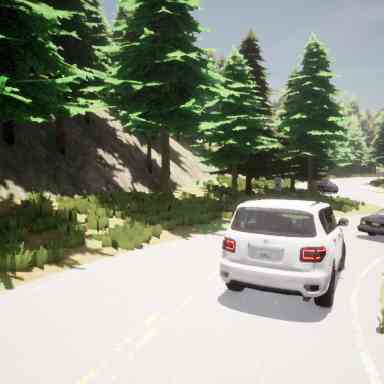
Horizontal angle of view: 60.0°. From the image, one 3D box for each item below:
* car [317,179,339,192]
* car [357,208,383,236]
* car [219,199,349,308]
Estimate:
[{"bbox_3d":[16.031,-0.677,40.317,1.882,1.535,5.008,0,5,2],"label":"car"},{"bbox_3d":[10.135,1.414,15.830,5.357,1.411,2.033,-1,5,-32],"label":"car"},{"bbox_3d":[2.552,1.200,8.380,2.150,2.045,5.566,3,2,27],"label":"car"}]
